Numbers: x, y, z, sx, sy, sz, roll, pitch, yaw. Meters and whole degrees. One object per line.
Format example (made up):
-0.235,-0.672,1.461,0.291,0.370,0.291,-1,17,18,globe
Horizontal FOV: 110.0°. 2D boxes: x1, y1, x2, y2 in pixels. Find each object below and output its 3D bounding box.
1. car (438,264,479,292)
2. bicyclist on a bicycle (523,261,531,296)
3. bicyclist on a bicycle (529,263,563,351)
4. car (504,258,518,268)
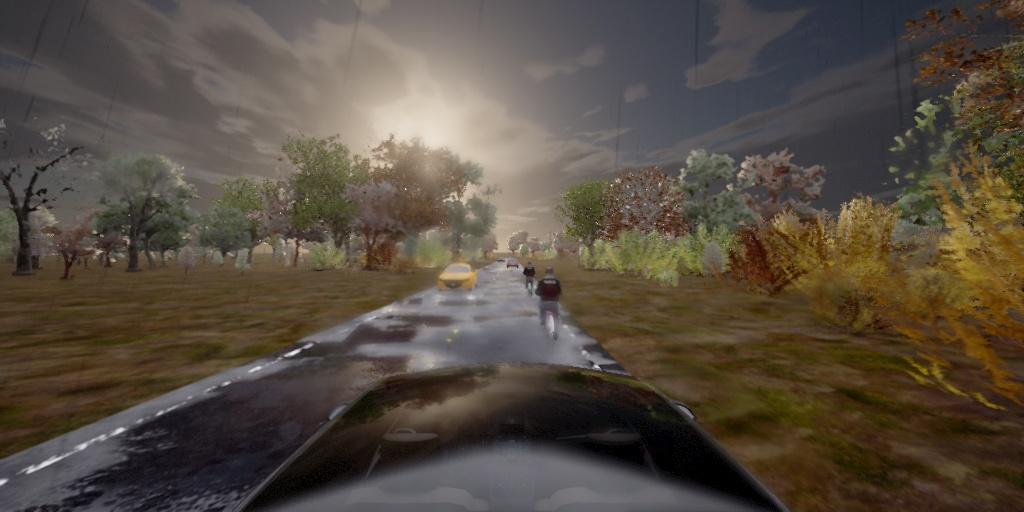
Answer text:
-3.102,1.223,21.361,1.882,1.535,5.008,0,0,0,car
0.826,1.118,17.106,0.659,1.776,1.843,0,0,0,bicyclist on a bicycle
0.826,1.120,8.106,0.659,1.776,1.843,0,0,0,bicyclist on a bicycle
0.102,1.278,61.573,1.994,1.385,4.181,0,0,0,car
